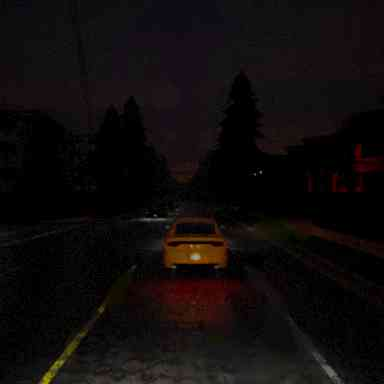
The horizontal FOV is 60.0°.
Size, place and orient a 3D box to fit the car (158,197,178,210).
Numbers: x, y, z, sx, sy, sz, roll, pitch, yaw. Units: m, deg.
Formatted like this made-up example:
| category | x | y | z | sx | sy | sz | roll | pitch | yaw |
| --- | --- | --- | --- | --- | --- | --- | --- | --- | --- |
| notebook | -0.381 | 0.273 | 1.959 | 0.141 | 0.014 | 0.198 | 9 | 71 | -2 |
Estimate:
| category | x | y | z | sx | sy | sz | roll | pitch | yaw |
| --- | --- | --- | --- | --- | --- | --- | --- | --- | --- |
| car | -3.582 | 1.738 | 47.129 | 2.150 | 2.045 | 5.566 | 0 | -1 | 0 |

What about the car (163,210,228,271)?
| category | x | y | z | sx | sy | sz | roll | pitch | yaw |
| --- | --- | --- | --- | --- | --- | --- | --- | --- | --- |
| car | 0.098 | 1.603 | 11.387 | 1.882 | 1.535 | 5.008 | 0 | 0 | 0 |

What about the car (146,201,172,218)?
| category | x | y | z | sx | sy | sz | roll | pitch | yaw |
| --- | --- | --- | --- | --- | --- | --- | --- | --- | --- |
| car | -3.590 | 1.930 | 35.014 | 2.033 | 1.411 | 5.357 | 0 | -1 | 0 |
